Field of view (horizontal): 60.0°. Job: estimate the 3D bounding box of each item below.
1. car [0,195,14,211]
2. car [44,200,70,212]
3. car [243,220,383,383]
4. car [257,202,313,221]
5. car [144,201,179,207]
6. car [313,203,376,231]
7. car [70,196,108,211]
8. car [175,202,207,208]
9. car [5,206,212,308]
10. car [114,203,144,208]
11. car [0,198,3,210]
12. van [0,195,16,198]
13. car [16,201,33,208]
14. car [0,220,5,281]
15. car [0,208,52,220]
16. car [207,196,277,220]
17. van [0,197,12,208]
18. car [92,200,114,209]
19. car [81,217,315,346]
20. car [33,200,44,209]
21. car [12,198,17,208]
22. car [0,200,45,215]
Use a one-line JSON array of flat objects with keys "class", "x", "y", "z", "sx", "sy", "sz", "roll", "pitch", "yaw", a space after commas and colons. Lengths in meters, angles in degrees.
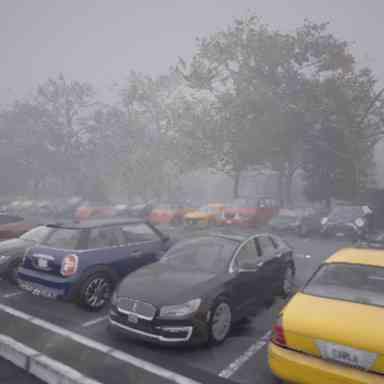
[{"class": "car", "x": -25.793, "y": 1.410, "z": 41.664, "sx": 2.435, "sy": 2.045, "sz": 5.566, "roll": 0, "pitch": 0, "yaw": 36}, {"class": "car", "x": -9.947, "y": 1.364, "z": 30.306, "sx": 2.435, "sy": 2.045, "sz": 5.566, "roll": 0, "pitch": 0, "yaw": 36}, {"class": "car", "x": 2.940, "y": 1.521, "z": 5.240, "sx": 1.946, "sy": 1.575, "sz": 5.366, "roll": 0, "pitch": 0, "yaw": 36}, {"class": "car", "x": 5.918, "y": 1.548, "z": 18.978, "sx": 2.231, "sy": 1.521, "sz": 4.892, "roll": 0, "pitch": 0, "yaw": 36}, {"class": "car", "x": -0.896, "y": 1.453, "z": 23.815, "sx": 2.185, "sy": 1.767, "sz": 4.553, "roll": 0, "pitch": 0, "yaw": 36}, {"class": "car", "x": 8.196, "y": 1.410, "z": 17.376, "sx": 2.185, "sy": 1.767, "sz": 4.553, "roll": 0, "pitch": 0, "yaw": 36}, {"class": "car", "x": -7.686, "y": 1.481, "z": 28.682, "sx": 2.185, "sy": 1.767, "sz": 4.553, "roll": 0, "pitch": 0, "yaw": 36}, {"class": "car", "x": 1.389, "y": 1.568, "z": 22.222, "sx": 2.097, "sy": 1.535, "sz": 5.008, "roll": 0, "pitch": 0, "yaw": 36}, {"class": "car", "x": -1.712, "y": 1.423, "z": 8.308, "sx": 2.185, "sy": 1.767, "sz": 4.553, "roll": 0, "pitch": 0, "yaw": 36}, {"class": "car", "x": -3.143, "y": 1.588, "z": 25.458, "sx": 2.097, "sy": 1.535, "sz": 5.008, "roll": 0, "pitch": 0, "yaw": 36}, {"class": "car", "x": -27.931, "y": 1.665, "z": 43.459, "sx": 1.946, "sy": 1.575, "sz": 5.366, "roll": 0, "pitch": 0, "yaw": 36}, {"class": "van", "x": -23.580, "y": 1.430, "z": 39.969, "sx": 1.878, "sy": 1.987, "sz": 4.442, "roll": 0, "pitch": 0, "yaw": 36}, {"class": "car", "x": -14.454, "y": 1.631, "z": 33.579, "sx": 2.231, "sy": 1.521, "sz": 4.892, "roll": 0, "pitch": 0, "yaw": 36}, {"class": "car", "x": -3.953, "y": 1.599, "z": 9.956, "sx": 2.002, "sy": 1.452, "sz": 4.674, "roll": 0, "pitch": 0, "yaw": 36}, {"class": "car", "x": -8.496, "y": 1.609, "z": 13.173, "sx": 2.163, "sy": 1.488, "sz": 4.792, "roll": 0, "pitch": 0, "yaw": 36}, {"class": "car", "x": 3.635, "y": 1.306, "z": 20.572, "sx": 2.435, "sy": 2.045, "sz": 5.566, "roll": 0, "pitch": 0, "yaw": 36}, {"class": "van", "x": -10.862, "y": 1.364, "z": 14.760, "sx": 1.878, "sy": 1.987, "sz": 4.442, "roll": 0, "pitch": 0, "yaw": 36}, {"class": "car", "x": -5.402, "y": 1.637, "z": 27.087, "sx": 2.002, "sy": 1.452, "sz": 4.674, "roll": 0, "pitch": 0, "yaw": 36}, {"class": "car", "x": 0.574, "y": 1.537, "z": 6.716, "sx": 2.231, "sy": 1.521, "sz": 4.892, "roll": 0, "pitch": 0, "yaw": 36}, {"class": "car", "x": -12.179, "y": 1.652, "z": 31.976, "sx": 2.163, "sy": 1.488, "sz": 4.792, "roll": 0, "pitch": 0, "yaw": 36}, {"class": "car", "x": -16.718, "y": 1.636, "z": 35.201, "sx": 2.097, "sy": 1.535, "sz": 5.008, "roll": 0, "pitch": 0, "yaw": 36}, {"class": "car", "x": -18.984, "y": 1.684, "z": 36.821, "sx": 2.002, "sy": 1.452, "sz": 4.674, "roll": 0, "pitch": 0, "yaw": 36}]
